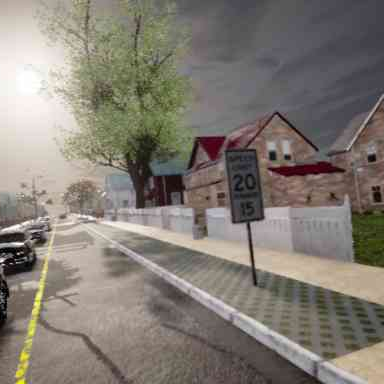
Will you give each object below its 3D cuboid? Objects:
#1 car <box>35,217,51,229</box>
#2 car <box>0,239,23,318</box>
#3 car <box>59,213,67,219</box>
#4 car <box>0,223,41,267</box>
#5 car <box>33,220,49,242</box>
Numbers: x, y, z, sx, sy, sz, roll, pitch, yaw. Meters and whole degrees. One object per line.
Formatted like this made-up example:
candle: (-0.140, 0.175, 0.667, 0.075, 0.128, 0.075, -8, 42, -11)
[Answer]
car: (-17.754, 3.705, 39.367, 1.895, 1.301, 4.718, -5, -1, -22)
car: (-4.482, 1.955, 5.625, 2.128, 1.511, 4.902, -5, -1, -20)
car: (-33.230, 6.178, 85.652, 2.033, 1.411, 5.357, -5, -1, -22)
car: (-8.060, 2.463, 14.801, 1.837, 1.490, 4.892, -5, -1, -22)
car: (-12.117, 3.119, 25.018, 1.895, 1.301, 4.718, -5, -1, -22)
